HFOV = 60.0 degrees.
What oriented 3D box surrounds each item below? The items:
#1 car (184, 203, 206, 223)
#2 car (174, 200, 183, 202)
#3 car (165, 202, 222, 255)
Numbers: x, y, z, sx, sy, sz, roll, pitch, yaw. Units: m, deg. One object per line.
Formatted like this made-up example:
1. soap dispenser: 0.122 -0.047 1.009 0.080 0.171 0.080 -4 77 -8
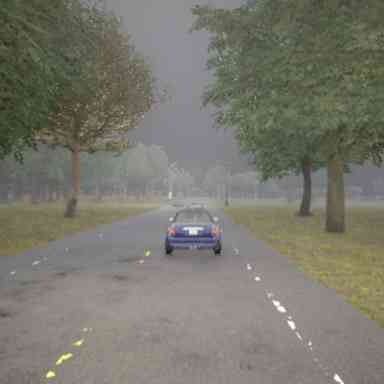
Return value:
1. car: 0.309 1.802 29.261 1.837 1.490 4.892 0 0 1
2. car: -2.334 2.104 57.117 1.837 1.490 4.892 0 -1 3
3. car: 0.064 1.488 14.063 2.097 1.767 4.553 0 -1 1
